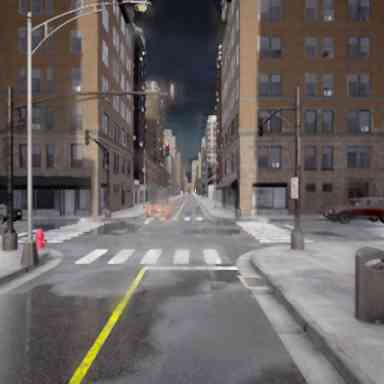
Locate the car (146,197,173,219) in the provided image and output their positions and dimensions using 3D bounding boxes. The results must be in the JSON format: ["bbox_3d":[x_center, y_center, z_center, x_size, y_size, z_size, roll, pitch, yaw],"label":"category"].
[{"bbox_3d":[-2.839,1.345,29.623,2.097,1.767,4.553,0,-1,0],"label":"car"}]

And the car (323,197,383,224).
[{"bbox_3d":[12.277,1.314,24.137,5.009,1.841,2.192,0,0,0],"label":"car"}]

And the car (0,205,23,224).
[{"bbox_3d":[-14.606,1.591,24.096,4.313,1.339,1.947,0,0,0],"label":"car"}]
